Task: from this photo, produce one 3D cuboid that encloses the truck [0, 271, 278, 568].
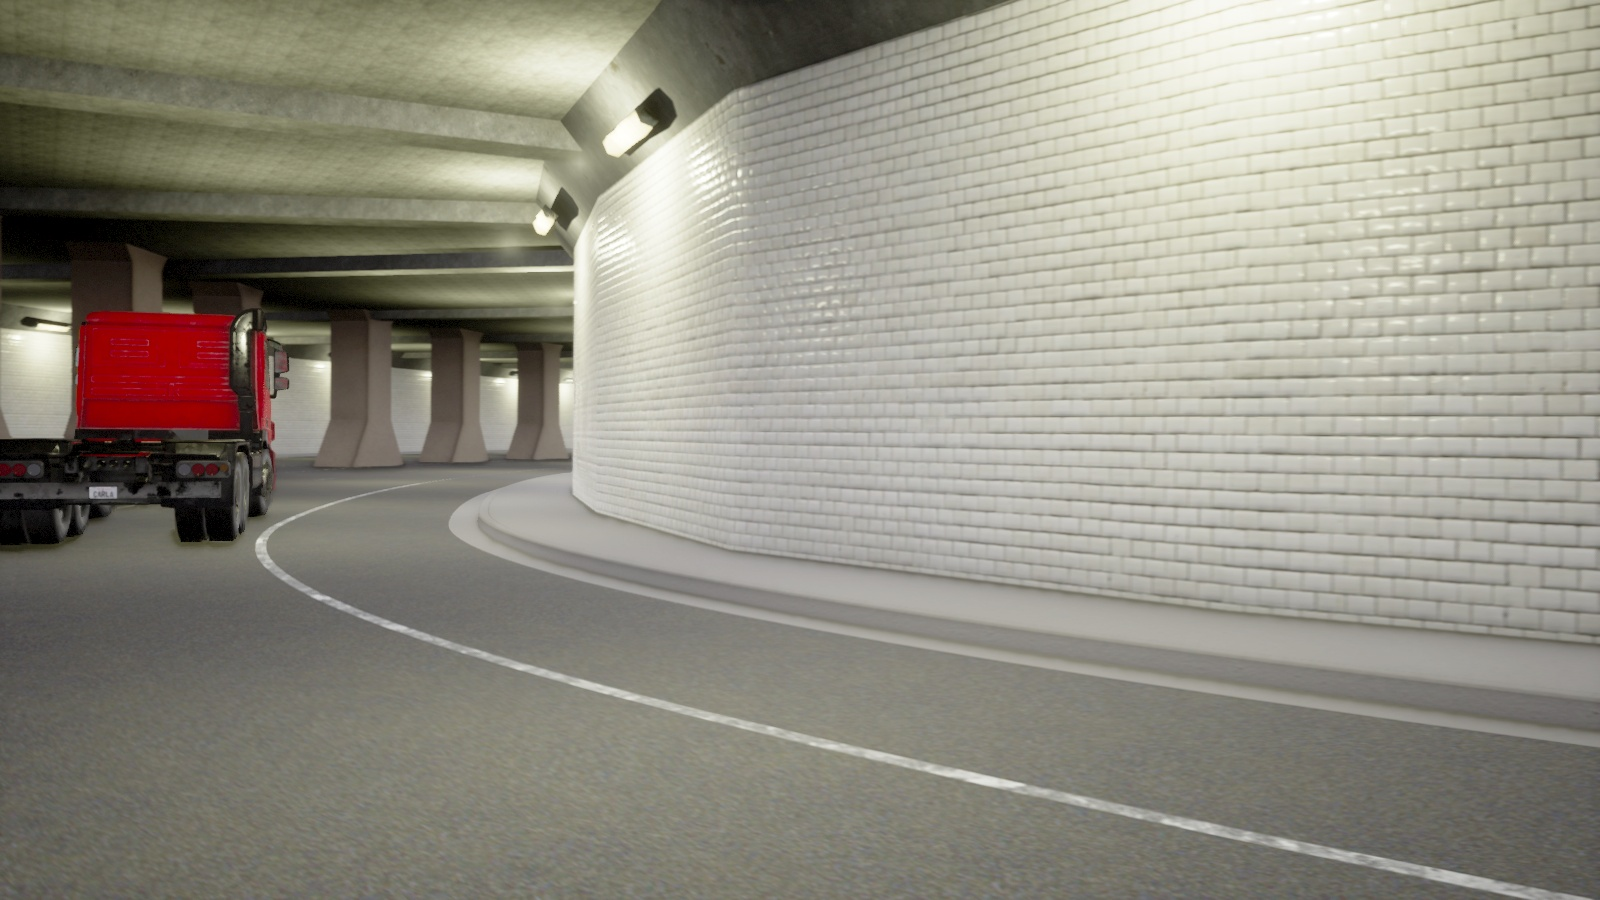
[{"bbox_3d":[-9.621,-0.405,18.716,2.891,3.462,7.936,-1,1,-19],"label":"truck"}]
